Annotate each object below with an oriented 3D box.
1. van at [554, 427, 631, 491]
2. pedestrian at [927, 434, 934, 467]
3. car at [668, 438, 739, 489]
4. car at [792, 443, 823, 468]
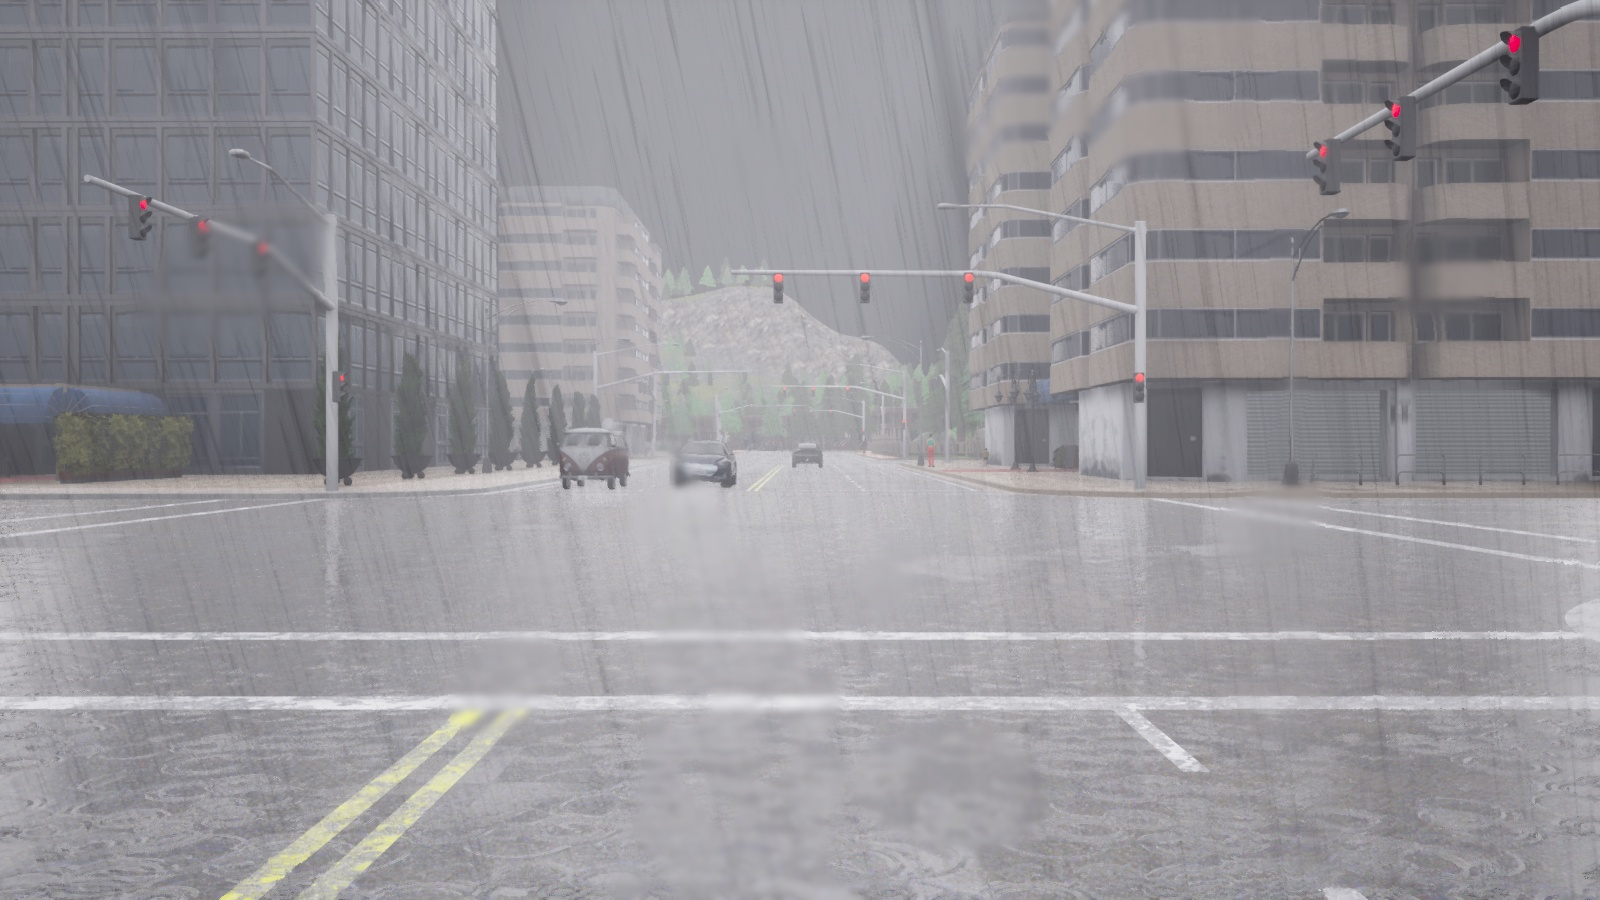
[{"bbox_3d":[-6.748,0.262,41.326,1.775,1.987,4.442,0,0,0],"label":"van"},{"bbox_3d":[7.166,0.019,68.767,0.345,1.836,0.594,0,0,1],"label":"pedestrian"},{"bbox_3d":[-3.237,0.430,43.141,2.033,1.649,4.856,0,0,0],"label":"car"},{"bbox_3d":[0.453,0.319,76.675,1.837,1.490,4.892,0,0,0],"label":"car"}]
